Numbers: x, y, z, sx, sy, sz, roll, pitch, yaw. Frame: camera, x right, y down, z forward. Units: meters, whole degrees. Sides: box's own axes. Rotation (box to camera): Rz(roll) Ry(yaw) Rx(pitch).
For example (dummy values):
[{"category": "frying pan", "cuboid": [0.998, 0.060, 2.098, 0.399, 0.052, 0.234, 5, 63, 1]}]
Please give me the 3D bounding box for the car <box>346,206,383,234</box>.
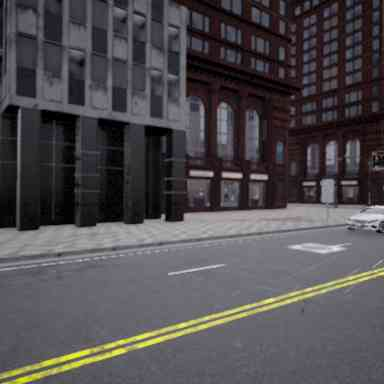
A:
[{"category": "car", "cuboid": [10.980, 1.544, 19.523, 4.674, 1.442, 1.812, 0, 0, -35]}]
